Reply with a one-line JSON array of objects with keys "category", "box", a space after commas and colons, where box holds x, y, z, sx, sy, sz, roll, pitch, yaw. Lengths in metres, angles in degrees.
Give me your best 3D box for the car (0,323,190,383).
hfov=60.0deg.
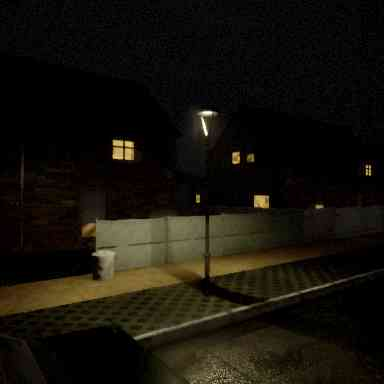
[{"category": "car", "box": [-2.162, 1.600, 1.530, 4.718, 1.301, 1.895, 0, 0, -35]}]
